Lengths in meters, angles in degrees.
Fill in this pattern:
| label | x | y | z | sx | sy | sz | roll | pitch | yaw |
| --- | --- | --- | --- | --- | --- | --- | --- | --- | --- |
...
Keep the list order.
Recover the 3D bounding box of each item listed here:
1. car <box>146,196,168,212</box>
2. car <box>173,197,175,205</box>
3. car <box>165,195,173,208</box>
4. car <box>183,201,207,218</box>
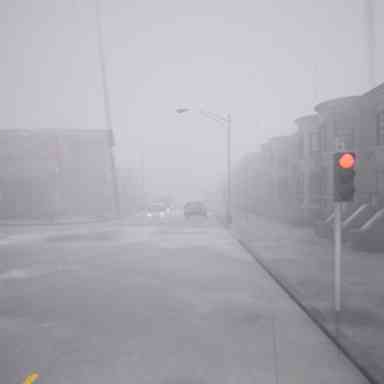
| label | x | y | z | sx | sy | sz | roll | pitch | yaw |
| --- | --- | --- | --- | --- | --- | --- | --- | --- | --- |
| car | -4.147 | 1.517 | 39.413 | 1.812 | 1.442 | 4.674 | 0 | 0 | -1 |
| car | -4.127 | 1.339 | 58.392 | 2.097 | 1.767 | 4.553 | 0 | 0 | 0 |
| car | -4.146 | 1.494 | 48.599 | 1.837 | 1.490 | 4.892 | 0 | 0 | 0 |
| car | 0.247 | 1.541 | 30.003 | 2.033 | 1.411 | 5.357 | 0 | 0 | -4 |
